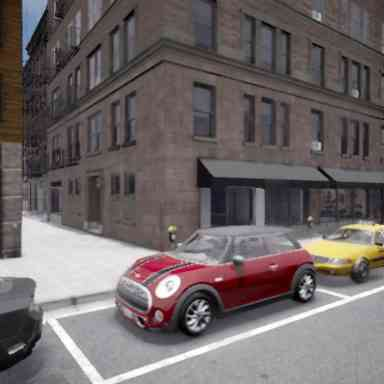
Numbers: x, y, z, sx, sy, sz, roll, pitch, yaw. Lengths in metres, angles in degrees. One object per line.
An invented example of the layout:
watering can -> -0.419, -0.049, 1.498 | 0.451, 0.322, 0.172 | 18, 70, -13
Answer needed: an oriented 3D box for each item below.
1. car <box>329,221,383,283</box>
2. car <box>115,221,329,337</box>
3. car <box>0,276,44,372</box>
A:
car -> 4.935, 1.546, 9.699 | 4.829, 1.417, 1.752 | 0, 0, -35
car -> 0.578, 1.449, 6.597 | 4.097, 1.590, 1.967 | 0, 0, -35
car -> -3.917, 1.548, 3.396 | 4.403, 1.369, 2.008 | 0, 0, -35
